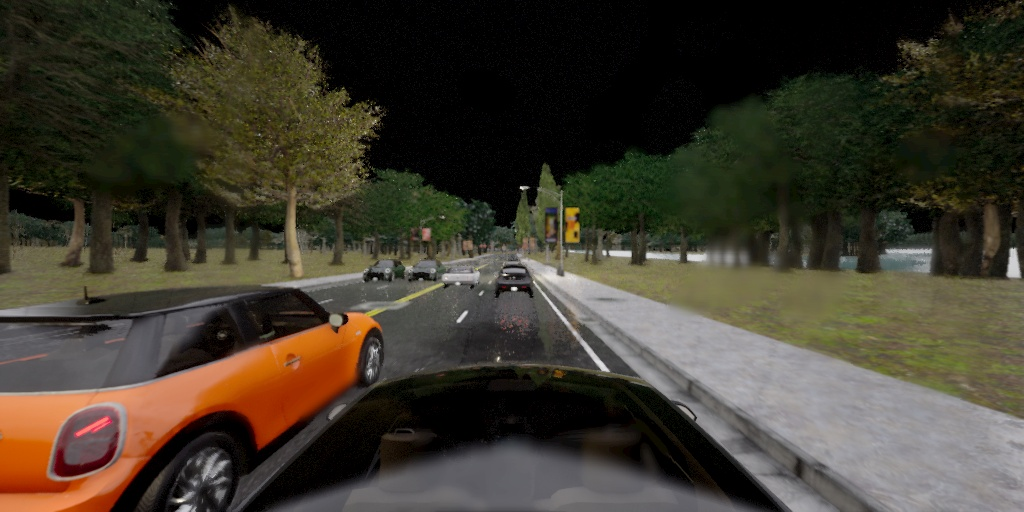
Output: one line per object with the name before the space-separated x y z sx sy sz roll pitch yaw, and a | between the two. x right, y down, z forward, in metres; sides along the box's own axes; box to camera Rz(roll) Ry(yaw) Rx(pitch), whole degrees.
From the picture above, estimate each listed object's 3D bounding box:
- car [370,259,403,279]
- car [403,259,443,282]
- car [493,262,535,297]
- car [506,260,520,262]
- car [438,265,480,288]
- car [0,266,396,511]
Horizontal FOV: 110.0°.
car | -9.744 1.048 27.750 2.097 1.767 4.553 0 0 0
car | -6.494 1.061 27.749 2.097 1.767 4.553 0 0 0
car | 0.104 1.230 18.632 1.837 1.490 4.892 0 0 0
car | 0.108 1.144 36.810 1.837 1.490 4.892 0 0 0
car | -3.145 1.311 23.003 1.895 1.301 4.718 0 0 0
car | -3.149 1.101 4.071 2.097 1.767 4.553 0 0 0
